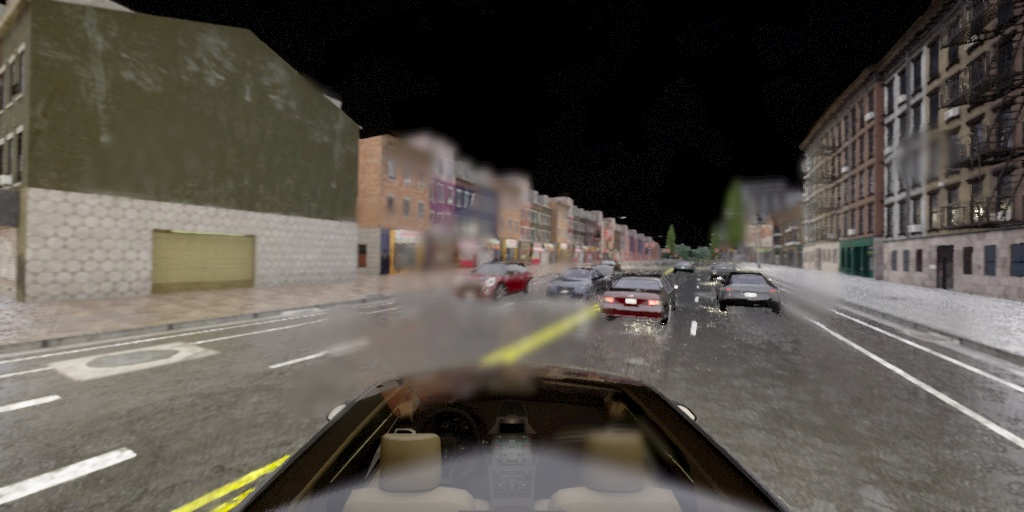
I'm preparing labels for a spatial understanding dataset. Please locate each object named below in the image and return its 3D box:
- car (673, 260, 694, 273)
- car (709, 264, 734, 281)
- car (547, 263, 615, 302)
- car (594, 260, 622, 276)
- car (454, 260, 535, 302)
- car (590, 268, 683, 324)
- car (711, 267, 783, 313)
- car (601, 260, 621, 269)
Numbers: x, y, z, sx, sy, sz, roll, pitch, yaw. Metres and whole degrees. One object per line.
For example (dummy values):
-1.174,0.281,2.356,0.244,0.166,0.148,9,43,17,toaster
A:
19.526,1.179,40.776,1.994,1.385,4.181,0,1,28,car
16.859,1.308,28.729,1.895,1.301,4.718,0,0,28,car
3.237,1.277,16.947,1.994,1.385,4.181,0,2,29,car
9.891,1.145,36.647,1.812,1.442,4.674,0,0,28,car
-0.685,1.045,16.743,2.097,1.767,4.553,0,0,28,car
4.429,1.289,12.081,2.033,1.411,5.357,0,0,28,car
9.270,1.323,14.305,1.994,1.385,4.181,0,0,28,car
5.445,1.218,21.409,1.837,1.490,4.892,1,1,28,car
